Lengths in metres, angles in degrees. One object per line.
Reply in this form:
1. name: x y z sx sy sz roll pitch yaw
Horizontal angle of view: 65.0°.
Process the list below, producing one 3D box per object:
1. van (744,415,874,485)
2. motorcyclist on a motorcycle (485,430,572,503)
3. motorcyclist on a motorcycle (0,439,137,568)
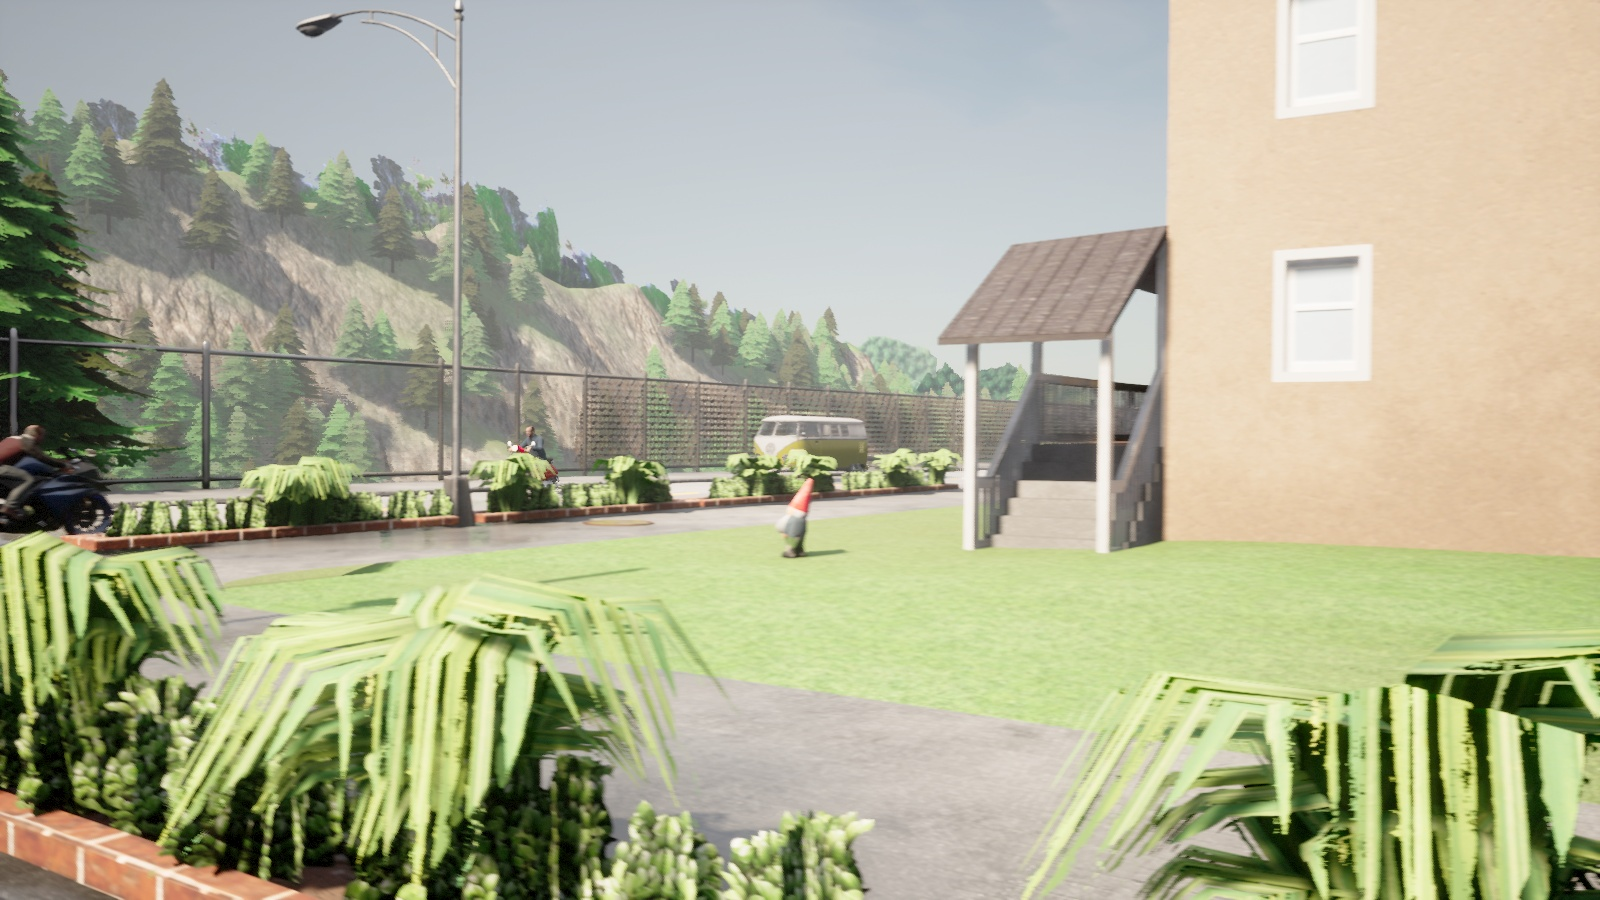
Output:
1. van: 0.351 -0.039 38.093 1.775 1.987 4.442 0 1 34
2. motorcyclist on a motorcycle: -6.107 0.353 28.358 0.866 1.590 1.817 0 1 34
3. motorcyclist on a motorcycle: -9.669 0.638 15.823 0.866 1.530 2.191 1 1 29
